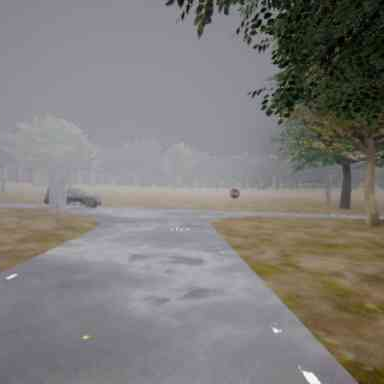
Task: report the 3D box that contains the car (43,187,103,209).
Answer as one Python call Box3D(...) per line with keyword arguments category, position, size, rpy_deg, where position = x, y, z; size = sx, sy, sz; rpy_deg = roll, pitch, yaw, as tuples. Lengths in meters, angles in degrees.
Box3D(category="car", position=(-11.842, 0.610, 33.293), size=(5.566, 2.045, 2.150), rpy_deg=(2, -1, -5))
